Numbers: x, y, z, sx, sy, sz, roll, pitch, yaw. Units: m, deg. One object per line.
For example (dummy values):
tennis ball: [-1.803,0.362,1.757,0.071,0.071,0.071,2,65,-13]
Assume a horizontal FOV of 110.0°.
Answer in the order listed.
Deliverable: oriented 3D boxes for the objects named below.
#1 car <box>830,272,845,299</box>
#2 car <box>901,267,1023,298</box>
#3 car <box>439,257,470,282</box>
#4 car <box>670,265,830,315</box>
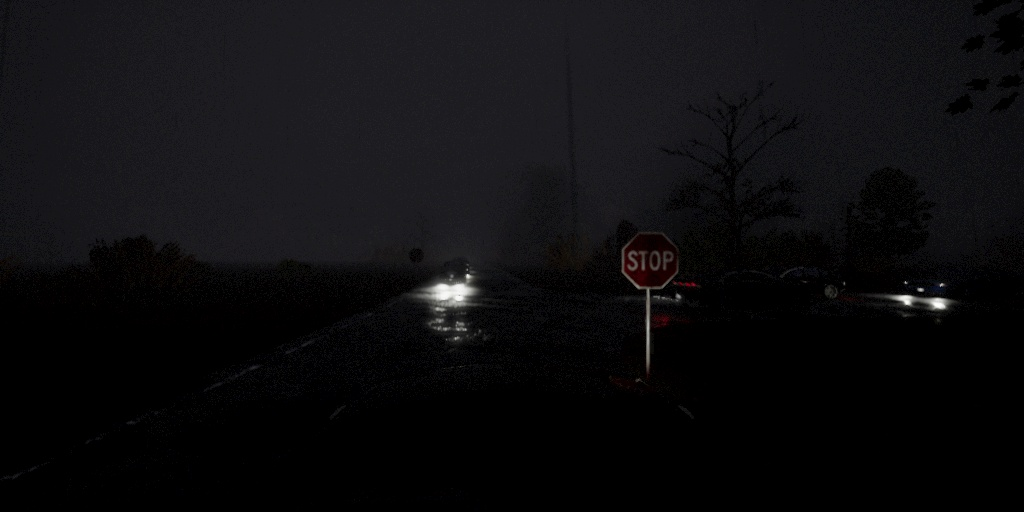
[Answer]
car: [12.675,1.186,16.627,4.902,1.511,2.128,0,0,-7]
car: [22.516,1.254,17.774,5.357,1.411,2.033,0,0,-7]
car: [-4.339,1.092,26.896,2.128,1.511,4.902,0,0,-5]
car: [8.184,1.191,12.859,4.902,1.511,2.128,0,0,-10]
